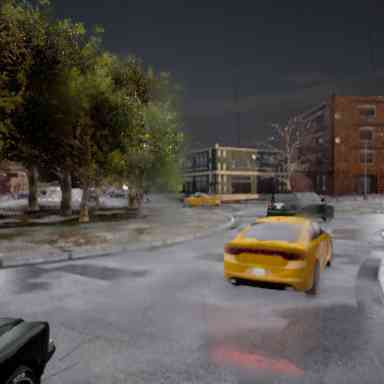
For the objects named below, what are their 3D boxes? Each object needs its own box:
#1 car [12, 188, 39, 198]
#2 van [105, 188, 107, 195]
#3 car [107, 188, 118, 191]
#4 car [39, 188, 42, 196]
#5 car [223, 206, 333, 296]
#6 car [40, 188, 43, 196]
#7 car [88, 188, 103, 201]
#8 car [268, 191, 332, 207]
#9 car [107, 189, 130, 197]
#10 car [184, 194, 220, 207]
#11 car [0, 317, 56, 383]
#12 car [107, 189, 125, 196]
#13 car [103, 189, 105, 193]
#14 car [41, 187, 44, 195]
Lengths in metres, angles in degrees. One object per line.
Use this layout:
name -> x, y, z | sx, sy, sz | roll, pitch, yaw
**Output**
car -> -35.842, 0.441, 71.109 | 4.553, 1.767, 2.185 | 0, 1, -17
van -> -18.709, 0.145, 83.319 | 4.442, 1.987, 1.878 | 0, 1, -17
car -> -17.697, 0.301, 80.591 | 4.553, 1.767, 2.185 | 0, 1, -17
car -> -36.707, 0.516, 73.735 | 5.008, 1.535, 2.097 | 0, 1, -17
car -> 2.450, 1.365, 8.633 | 1.882, 1.535, 5.008 | 0, 1, 28
car -> -37.528, 0.500, 76.366 | 4.674, 1.452, 2.002 | 0, 1, -17
car -> -17.648, 0.554, 58.264 | 2.150, 2.045, 5.566 | 0, 1, -25
car -> 7.062, 0.968, 21.461 | 5.566, 2.045, 2.150 | -1, 0, -44
car -> -16.126, 0.551, 75.391 | 4.792, 1.488, 2.163 | 0, 1, -17
car -> 1.151, 1.020, 41.021 | 5.008, 1.535, 1.882 | 0, 0, 45
car -> -2.568, 1.580, 1.463 | 1.895, 1.301, 4.718 | 0, 1, 6
car -> -20.197, 0.124, 88.550 | 4.553, 1.767, 2.185 | 0, 1, -17
car -> -21.103, 0.182, 91.312 | 5.008, 1.535, 2.097 | 0, 1, -17
car -> -38.328, 0.279, 79.001 | 4.553, 1.767, 2.185 | 0, 1, -17
